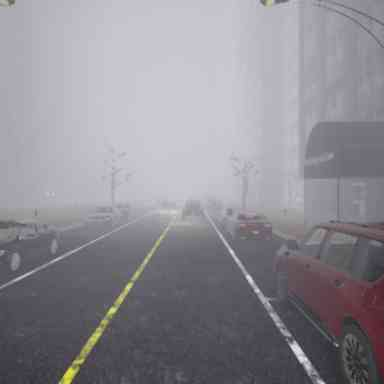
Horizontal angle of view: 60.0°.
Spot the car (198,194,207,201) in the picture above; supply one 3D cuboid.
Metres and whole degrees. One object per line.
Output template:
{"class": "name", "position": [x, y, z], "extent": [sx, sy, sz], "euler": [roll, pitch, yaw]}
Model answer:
{"class": "car", "position": [2.662, 1.360, 83.915], "extent": [2.192, 1.841, 5.009], "euler": [1, 0, 0]}

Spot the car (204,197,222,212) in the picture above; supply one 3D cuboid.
{"class": "car", "position": [2.679, 1.573, 38.783], "extent": [1.887, 1.381, 4.507], "euler": [0, 0, 0]}

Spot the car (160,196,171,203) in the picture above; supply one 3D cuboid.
{"class": "car", "position": [-5.716, 1.593, 72.602], "extent": [2.008, 1.369, 4.403], "euler": [1, 0, 0]}

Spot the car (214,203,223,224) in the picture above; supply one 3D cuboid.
{"class": "car", "position": [2.687, 1.600, 21.858], "extent": [1.802, 1.307, 4.206], "euler": [0, 0, 0]}

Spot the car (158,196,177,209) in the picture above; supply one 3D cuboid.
{"class": "car", "position": [-3.107, 1.633, 45.722], "extent": [1.895, 1.301, 4.718], "euler": [0, 0, 0]}

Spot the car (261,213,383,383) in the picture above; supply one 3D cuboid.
{"class": "car", "position": [2.697, 1.320, 4.935], "extent": [2.192, 1.841, 5.009], "euler": [0, 0, 0]}

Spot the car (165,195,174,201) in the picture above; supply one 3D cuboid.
{"class": "car", "position": [-5.722, 1.596, 83.888], "extent": [2.008, 1.369, 4.403], "euler": [1, 0, 0]}

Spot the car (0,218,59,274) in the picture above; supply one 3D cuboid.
{"class": "car", "position": [-5.688, 1.560, 10.531], "extent": [2.008, 1.369, 4.403], "euler": [0, 0, 0]}

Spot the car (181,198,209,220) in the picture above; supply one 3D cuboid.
{"class": "car", "position": [0.087, 1.514, 28.641], "extent": [2.128, 1.511, 4.902], "euler": [0, 0, 0]}

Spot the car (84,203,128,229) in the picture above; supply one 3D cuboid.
{"class": "car", "position": [-5.693, 1.600, 21.816], "extent": [1.802, 1.307, 4.206], "euler": [1, 0, 0]}

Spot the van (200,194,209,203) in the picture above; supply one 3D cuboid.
{"class": "van", "position": [2.666, 1.384, 72.632], "extent": [1.690, 1.788, 3.998], "euler": [1, 0, 0]}

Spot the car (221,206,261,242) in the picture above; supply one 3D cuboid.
{"class": "car", "position": [2.690, 1.559, 16.217], "extent": [1.887, 1.381, 4.507], "euler": [0, 0, 0]}

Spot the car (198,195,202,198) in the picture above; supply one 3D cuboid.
{"class": "car", "position": [0.078, 1.558, 46.503], "extent": [1.812, 1.442, 4.674], "euler": [0, 0, 0]}

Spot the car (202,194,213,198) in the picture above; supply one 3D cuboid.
{"class": "car", "position": [2.678, 1.471, 44.425], "extent": [1.967, 1.590, 4.097], "euler": [0, 0, 0]}

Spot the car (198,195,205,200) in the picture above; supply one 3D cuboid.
{"class": "car", "position": [2.654, 1.630, 95.197], "extent": [1.802, 1.307, 4.206], "euler": [1, 0, 0]}

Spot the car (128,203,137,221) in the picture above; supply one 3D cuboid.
{"class": "car", "position": [-5.695, 1.566, 27.459], "extent": [1.887, 1.381, 4.507], "euler": [1, 0, 0]}

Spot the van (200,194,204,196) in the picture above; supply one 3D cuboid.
{"class": "van", "position": [2.674, 1.378, 55.707], "extent": [1.690, 1.788, 3.998], "euler": [1, 0, 0]}

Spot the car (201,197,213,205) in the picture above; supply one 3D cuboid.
{"class": "car", "position": [2.669, 1.590, 61.349], "extent": [2.008, 1.369, 4.403], "euler": [1, 0, 0]}

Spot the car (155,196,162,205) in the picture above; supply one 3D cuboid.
{"class": "car", "position": [-5.710, 1.480, 61.317], "extent": [1.967, 1.590, 4.097], "euler": [1, 0, 0]}
